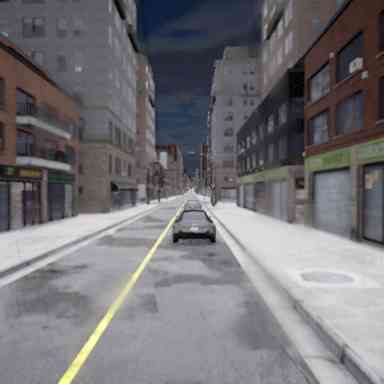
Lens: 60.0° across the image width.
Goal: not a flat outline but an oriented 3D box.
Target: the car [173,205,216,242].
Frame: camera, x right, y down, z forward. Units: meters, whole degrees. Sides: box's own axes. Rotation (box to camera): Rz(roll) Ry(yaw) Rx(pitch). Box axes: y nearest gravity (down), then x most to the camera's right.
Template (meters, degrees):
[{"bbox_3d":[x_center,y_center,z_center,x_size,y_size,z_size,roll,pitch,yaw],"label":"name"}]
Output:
[{"bbox_3d":[0.099,1.555,16.308,1.994,1.385,4.181,0,0,0],"label":"car"}]

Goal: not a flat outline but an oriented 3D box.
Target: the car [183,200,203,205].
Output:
[{"bbox_3d":[0.099,1.523,33.578,2.033,1.411,5.357,0,0,0],"label":"car"}]
